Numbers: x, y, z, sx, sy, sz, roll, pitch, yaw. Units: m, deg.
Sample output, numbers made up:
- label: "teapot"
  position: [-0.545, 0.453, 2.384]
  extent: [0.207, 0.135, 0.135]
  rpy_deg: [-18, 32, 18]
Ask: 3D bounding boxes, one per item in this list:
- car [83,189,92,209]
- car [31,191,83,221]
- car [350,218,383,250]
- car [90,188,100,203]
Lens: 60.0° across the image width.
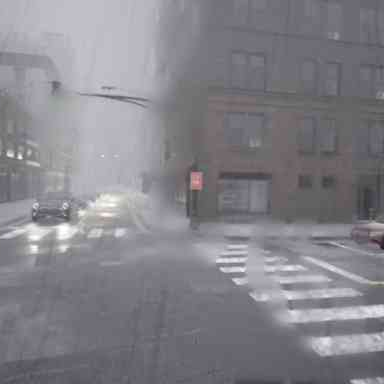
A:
- label: "car"
  position: [-10.228, 0.699, 29.472]
  extent: [1.812, 1.442, 4.674]
  rpy_deg: [1, 1, -12]
- label: "car"
  position: [-8.369, 0.744, 20.671]
  extent: [2.097, 1.767, 4.553]
  rpy_deg: [1, 1, -11]
- label: "car"
  position: [8.402, 1.535, 13.170]
  extent: [4.206, 1.307, 1.802]
  rpy_deg: [1, 1, -12]
- label: "car"
  position: [-12.259, 0.457, 39.134]
  extent: [1.812, 1.442, 4.674]
  rpy_deg: [1, 1, -12]
